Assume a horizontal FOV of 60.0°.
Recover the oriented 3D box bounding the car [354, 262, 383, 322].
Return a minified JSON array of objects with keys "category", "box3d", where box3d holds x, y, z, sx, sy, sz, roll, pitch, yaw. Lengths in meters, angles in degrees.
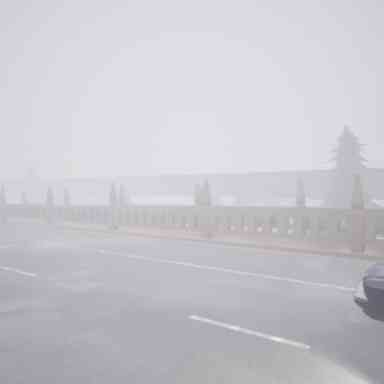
[{"category":"car","box3d":[4.984,1.595,4.737,4.718,1.301,1.895,0,0,36]}]
